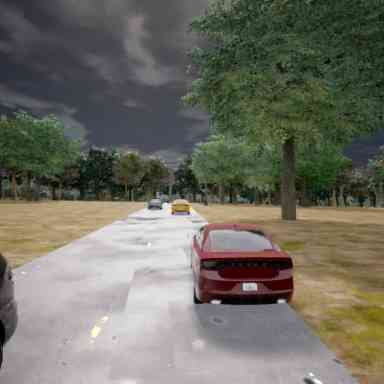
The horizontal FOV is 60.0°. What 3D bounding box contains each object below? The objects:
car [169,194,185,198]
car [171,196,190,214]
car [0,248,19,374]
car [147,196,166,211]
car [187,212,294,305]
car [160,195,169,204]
[{"bbox_3d":[-1.774,1.357,46.395,2.150,2.045,5.566,0,0,-3],"label":"car"},{"bbox_3d":[-1.248,1.548,35.886,1.882,1.535,5.008,0,0,-3],"label":"car"},{"bbox_3d":[-3.133,1.222,1.729,2.150,2.045,5.566,0,0,-1],"label":"car"},{"bbox_3d":[-4.833,1.666,44.019,2.033,1.411,5.357,0,0,-3],"label":"car"},{"bbox_3d":[0.933,1.477,8.186,1.882,1.535,5.008,0,0,-1],"label":"car"},{"bbox_3d":[-6.038,1.603,71.604,2.150,2.045,5.566,0,-1,-3],"label":"car"}]
